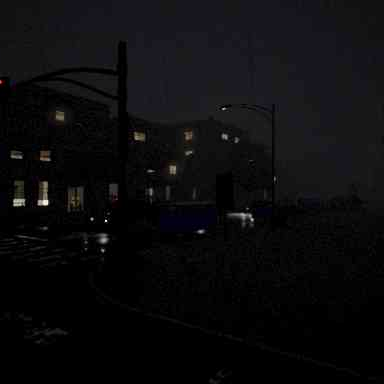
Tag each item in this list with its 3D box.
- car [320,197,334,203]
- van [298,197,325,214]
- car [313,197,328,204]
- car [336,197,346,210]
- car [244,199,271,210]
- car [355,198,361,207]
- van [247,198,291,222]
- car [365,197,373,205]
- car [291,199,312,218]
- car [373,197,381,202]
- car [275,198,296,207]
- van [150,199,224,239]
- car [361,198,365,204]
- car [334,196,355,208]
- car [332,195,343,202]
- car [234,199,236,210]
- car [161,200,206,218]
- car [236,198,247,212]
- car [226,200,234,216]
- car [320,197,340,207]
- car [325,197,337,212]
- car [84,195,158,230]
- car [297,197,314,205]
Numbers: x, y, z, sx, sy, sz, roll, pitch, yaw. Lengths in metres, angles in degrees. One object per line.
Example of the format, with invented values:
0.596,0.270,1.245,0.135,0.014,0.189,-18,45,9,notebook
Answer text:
31.149,1.790,76.706,1.947,1.339,4.313,0,0,35,car
12.584,1.468,35.737,1.690,1.788,3.998,0,0,35,van
27.875,1.726,72.050,1.752,1.417,4.829,0,0,35,car
18.936,1.728,44.770,1.947,1.339,4.313,0,0,35,car
8.915,1.627,45.090,1.887,1.381,4.507,0,0,35,car
25.290,1.515,53.805,2.192,1.841,5.009,0,0,35,car
6.232,1.435,26.704,1.690,1.788,3.998,0,0,35,van
34.818,1.808,67.354,1.887,1.381,4.507,0,0,35,car
9.407,1.654,31.220,1.887,1.381,4.507,0,0,35,car
44.347,1.898,80.904,1.947,1.339,4.313,0,0,35,car
15.268,1.664,54.122,1.887,1.381,4.507,0,0,35,car
-0.121,1.406,17.670,1.690,1.788,3.998,0,0,35,van
28.563,1.747,58.460,1.752,1.417,4.829,0,0,35,car
22.114,1.496,49.288,2.192,1.841,5.009,0,0,35,car
37.502,1.710,85.739,1.967,1.590,4.097,0,0,35,car
5.740,1.505,40.573,1.967,1.590,4.097,0,0,35,car
-0.712,1.557,31.400,1.752,1.417,4.829,0,0,35,car
7.488,1.573,38.533,2.128,1.511,4.902,1,0,35,car
1.530,1.529,30.077,1.882,1.535,5.008,1,0,35,car
22.746,1.656,54.689,1.882,1.535,5.008,1,0,35,car
15.858,1.670,40.393,1.752,1.417,4.829,0,0,35,car
-4.281,1.246,21.814,2.150,2.045,5.566,1,0,35,car
21.620,1.704,63.156,1.887,1.381,4.507,0,0,35,car
